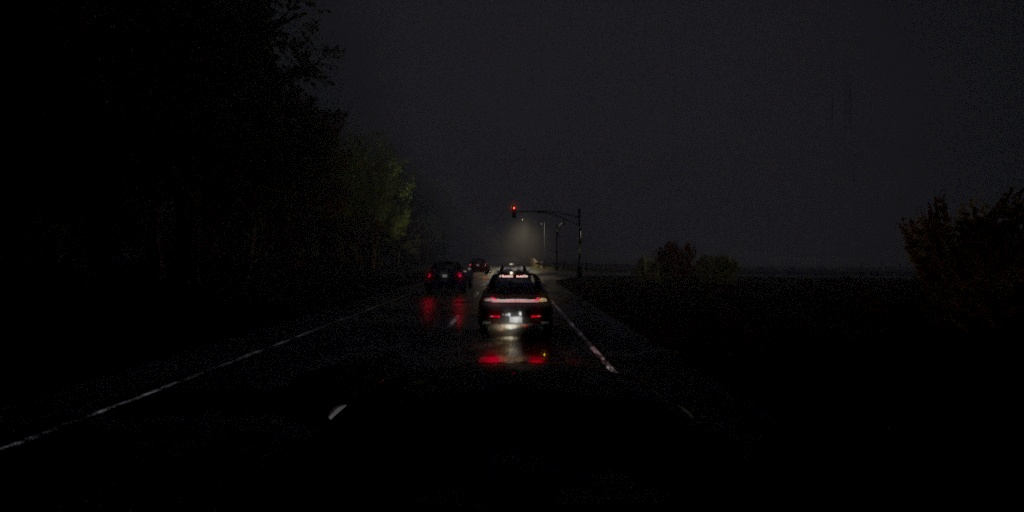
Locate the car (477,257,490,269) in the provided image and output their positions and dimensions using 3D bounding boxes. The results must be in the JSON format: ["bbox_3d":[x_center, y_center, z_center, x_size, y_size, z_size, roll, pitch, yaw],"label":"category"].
[{"bbox_3d":[-3.478,0.991,38.671,2.097,1.767,4.553,0,0,0],"label":"car"}]

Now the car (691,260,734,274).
[{"bbox_3d":[23.734,1.293,42.470,4.553,1.767,2.097,1,-1,0],"label":"car"}]

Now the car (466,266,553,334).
[{"bbox_3d":[0.084,1.216,10.494,2.128,1.511,4.902,0,0,0],"label":"car"}]

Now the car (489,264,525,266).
[{"bbox_3d":[0.067,1.189,19.892,2.128,1.511,4.902,0,0,0],"label":"car"}]

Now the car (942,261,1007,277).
[{"bbox_3d":[50.200,1.405,38.799,5.566,2.045,2.150,1,-1,1],"label":"car"}]

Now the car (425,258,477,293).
[{"bbox_3d":[-3.437,1.047,20.393,2.097,1.767,4.553,0,0,0],"label":"car"}]
